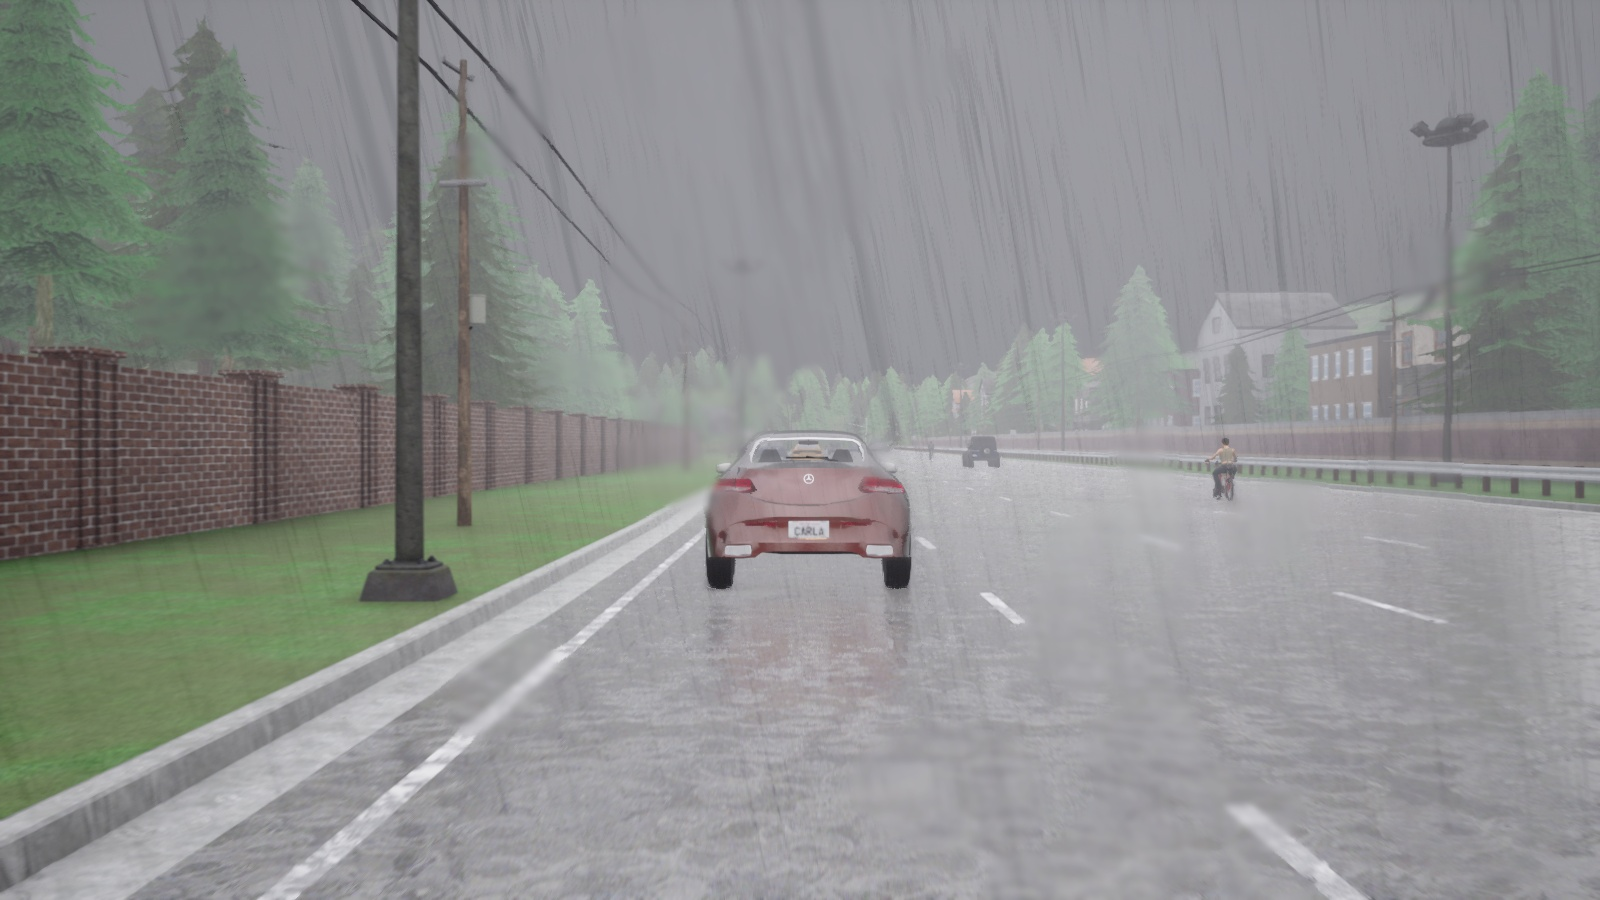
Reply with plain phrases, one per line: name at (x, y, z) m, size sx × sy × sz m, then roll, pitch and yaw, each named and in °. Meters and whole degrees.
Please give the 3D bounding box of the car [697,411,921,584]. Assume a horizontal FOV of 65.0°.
car at (0.099, 0.443, 14.549) m, size 2.152 × 1.651 × 5.027 m, roll 0°, pitch 0°, yaw 0°

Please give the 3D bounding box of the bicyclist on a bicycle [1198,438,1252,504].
bicyclist on a bicycle at (10.691, 0.512, 31.652) m, size 0.866 × 1.612 × 1.509 m, roll 0°, pitch 0°, yaw 1°

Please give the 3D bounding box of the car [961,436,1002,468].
car at (10.950, 0.119, 76.006) m, size 1.905 × 1.878 × 3.866 m, roll 0°, pitch 0°, yaw 0°
